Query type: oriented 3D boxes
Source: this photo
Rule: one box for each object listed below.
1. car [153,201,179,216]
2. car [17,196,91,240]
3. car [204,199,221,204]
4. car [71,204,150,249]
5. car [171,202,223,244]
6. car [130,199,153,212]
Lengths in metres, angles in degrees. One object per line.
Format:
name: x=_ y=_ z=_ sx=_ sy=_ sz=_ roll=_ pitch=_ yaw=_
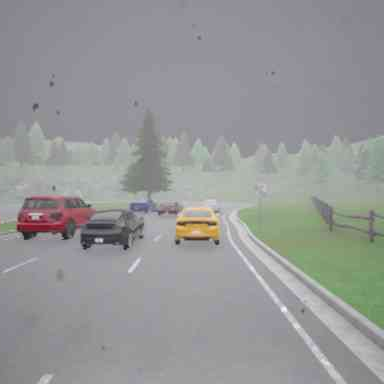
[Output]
car: x=-1.960 y=1.557 z=31.857 sx=1.895 sy=1.301 sz=4.718 roll=0 pitch=0 yaw=8
car: x=-6.641 y=1.199 z=17.093 sx=2.150 sy=2.045 sz=5.566 roll=0 pitch=0 yaw=3
car: x=1.992 y=1.479 z=34.428 sx=1.812 sy=1.442 sz=4.674 roll=0 pitch=0 yaw=9
car: x=-3.259 y=1.486 z=14.403 sx=1.837 sy=1.490 sz=4.892 roll=0 pitch=0 yaw=2
car: x=0.298 y=1.456 z=15.719 sx=1.882 sy=1.535 sz=5.008 roll=0 pitch=0 yaw=3
car: x=-4.979 y=1.430 z=34.958 sx=1.882 sy=1.535 sz=5.008 roll=0 pitch=0 yaw=9
